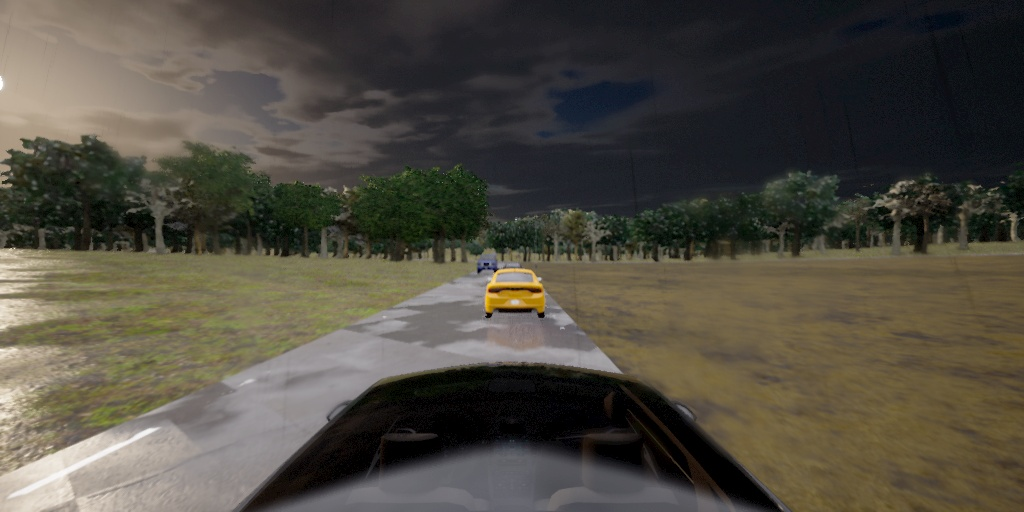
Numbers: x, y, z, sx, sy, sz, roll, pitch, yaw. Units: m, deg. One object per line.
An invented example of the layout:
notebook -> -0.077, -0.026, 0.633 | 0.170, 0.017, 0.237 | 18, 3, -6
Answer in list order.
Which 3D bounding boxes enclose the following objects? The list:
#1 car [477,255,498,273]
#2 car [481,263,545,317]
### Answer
car -> -2.766, 0.888, 40.980 | 2.150, 2.045, 5.566 | 0, 0, 0
car -> 0.094, 1.204, 13.025 | 1.882, 1.535, 5.008 | 0, 0, 0
